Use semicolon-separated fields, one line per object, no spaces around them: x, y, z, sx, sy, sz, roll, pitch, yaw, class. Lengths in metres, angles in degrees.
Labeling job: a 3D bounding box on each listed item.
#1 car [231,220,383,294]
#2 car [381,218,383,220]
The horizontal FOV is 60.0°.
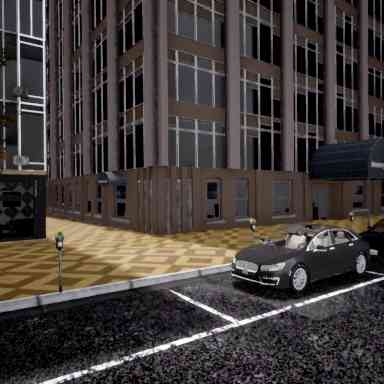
2.964;1.550;8.694;4.403;1.369;2.008;0;-1;-36;car
7.588;1.564;11.999;4.313;1.339;1.947;0;-1;-36;car
